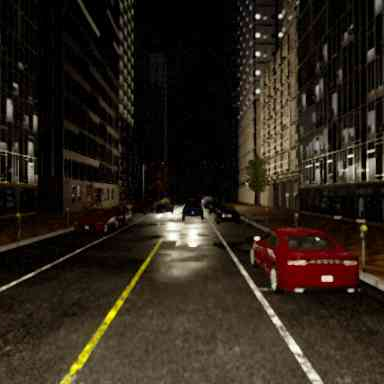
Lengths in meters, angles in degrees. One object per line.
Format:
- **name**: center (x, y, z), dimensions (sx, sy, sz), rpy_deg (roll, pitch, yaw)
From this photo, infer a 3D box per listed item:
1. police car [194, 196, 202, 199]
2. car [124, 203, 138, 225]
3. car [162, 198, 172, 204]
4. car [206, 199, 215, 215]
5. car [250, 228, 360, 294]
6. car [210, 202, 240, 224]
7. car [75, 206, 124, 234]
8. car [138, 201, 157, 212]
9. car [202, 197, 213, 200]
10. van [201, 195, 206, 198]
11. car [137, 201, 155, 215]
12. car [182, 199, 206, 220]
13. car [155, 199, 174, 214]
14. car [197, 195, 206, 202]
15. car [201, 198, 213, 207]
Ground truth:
- **police car**: center (0.019, 1.729, 46.715), dimensions (1.930, 1.638, 5.238), rpy_deg (0, 0, 1)
- **car**: center (-5.693, 1.757, 25.934), dimensions (1.802, 1.307, 4.206), rpy_deg (0, 0, 0)
- **car**: center (-5.702, 2.025, 77.167), dimensions (2.008, 1.369, 4.403), rpy_deg (0, 0, 0)
- **car**: center (2.686, 1.813, 37.312), dimensions (1.947, 1.339, 4.313), rpy_deg (0, 0, 0)
- **car**: center (2.690, 1.608, 8.852), dimensions (1.887, 1.381, 4.507), rpy_deg (0, 0, 0)
- **car**: center (2.687, 1.741, 25.928), dimensions (1.947, 1.339, 4.313), rpy_deg (0, 0, 0)
- **car**: center (-5.692, 1.684, 20.241), dimensions (1.887, 1.381, 4.507), rpy_deg (0, 0, 0)
- **car**: center (-5.696, 1.848, 43.011), dimensions (1.947, 1.339, 4.313), rpy_deg (0, 0, 0)
- **car**: center (2.684, 1.882, 48.696), dimensions (1.947, 1.339, 4.313), rpy_deg (0, 0, 0)
- **van**: center (2.683, 1.690, 54.391), dimensions (1.690, 1.788, 3.998), rpy_deg (0, 0, 0)
- **car**: center (-5.695, 1.792, 37.319), dimensions (1.887, 1.381, 4.507), rpy_deg (0, 0, 0)
- **car**: center (0.089, 1.685, 30.873), dimensions (1.882, 1.535, 5.008), rpy_deg (0, -1, 0)
- **car**: center (-3.100, 1.819, 38.576), dimensions (1.994, 1.385, 4.181), rpy_deg (0, 0, 0)
- **car**: center (2.677, 1.877, 94.235), dimensions (2.192, 1.841, 5.009), rpy_deg (0, 0, 0)
- **car**: center (2.682, 1.822, 60.082), dimensions (1.967, 1.590, 4.097), rpy_deg (0, 0, 0)
